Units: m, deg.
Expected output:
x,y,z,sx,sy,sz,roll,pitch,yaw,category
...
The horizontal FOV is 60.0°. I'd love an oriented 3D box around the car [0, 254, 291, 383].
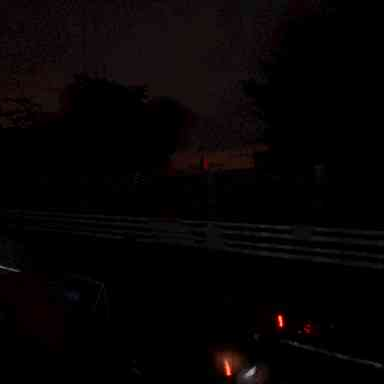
x,y,z,sx,sy,sz,roll,pitch,yaw,category
-1.177,1.614,4.831,4.718,1.301,1.895,0,0,35,car
